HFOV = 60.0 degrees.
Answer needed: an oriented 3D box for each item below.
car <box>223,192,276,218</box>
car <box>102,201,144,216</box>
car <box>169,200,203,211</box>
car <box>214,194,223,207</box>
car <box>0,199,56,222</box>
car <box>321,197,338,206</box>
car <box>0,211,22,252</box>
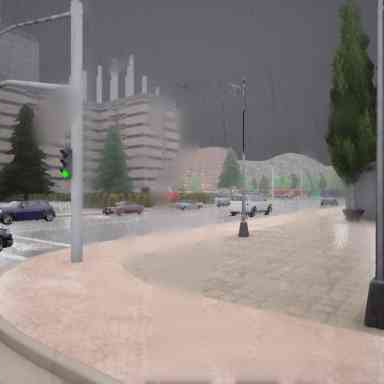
[{"bbox_3d":[5.466,1.221,30.894,2.150,2.045,5.566,0,0,36],"label":"car"},{"bbox_3d":[-6.651,1.564,32.437,1.994,1.385,4.181,0,0,36],"label":"car"},{"bbox_3d":[-0.679,1.601,40.630,1.895,1.301,4.718,0,0,36],"label":"car"},{"bbox_3d":[5.470,1.505,49.020,1.837,1.490,4.892,0,0,37],"label":"car"},{"bbox_3d":[-12.495,1.352,24.387,2.097,1.767,4.553,0,0,36],"label":"car"},{"bbox_3d":[22.259,1.526,53.993,1.812,1.442,4.674,0,0,36],"label":"car"},{"bbox_3d":[-8.590,1.564,11.561,1.994,1.385,4.181,0,0,36],"label":"car"}]
